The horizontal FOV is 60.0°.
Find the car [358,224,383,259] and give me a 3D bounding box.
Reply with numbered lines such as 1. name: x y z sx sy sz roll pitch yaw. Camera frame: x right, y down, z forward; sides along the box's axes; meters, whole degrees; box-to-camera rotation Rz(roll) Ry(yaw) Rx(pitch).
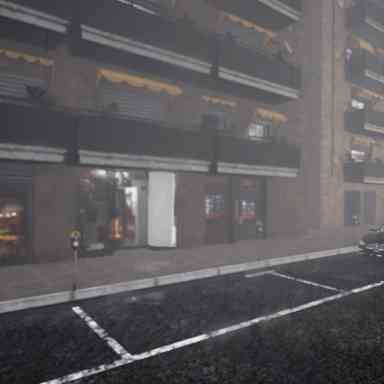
1. car: 7.778 1.703 12.105 4.403 1.369 2.008 1 0 -35
